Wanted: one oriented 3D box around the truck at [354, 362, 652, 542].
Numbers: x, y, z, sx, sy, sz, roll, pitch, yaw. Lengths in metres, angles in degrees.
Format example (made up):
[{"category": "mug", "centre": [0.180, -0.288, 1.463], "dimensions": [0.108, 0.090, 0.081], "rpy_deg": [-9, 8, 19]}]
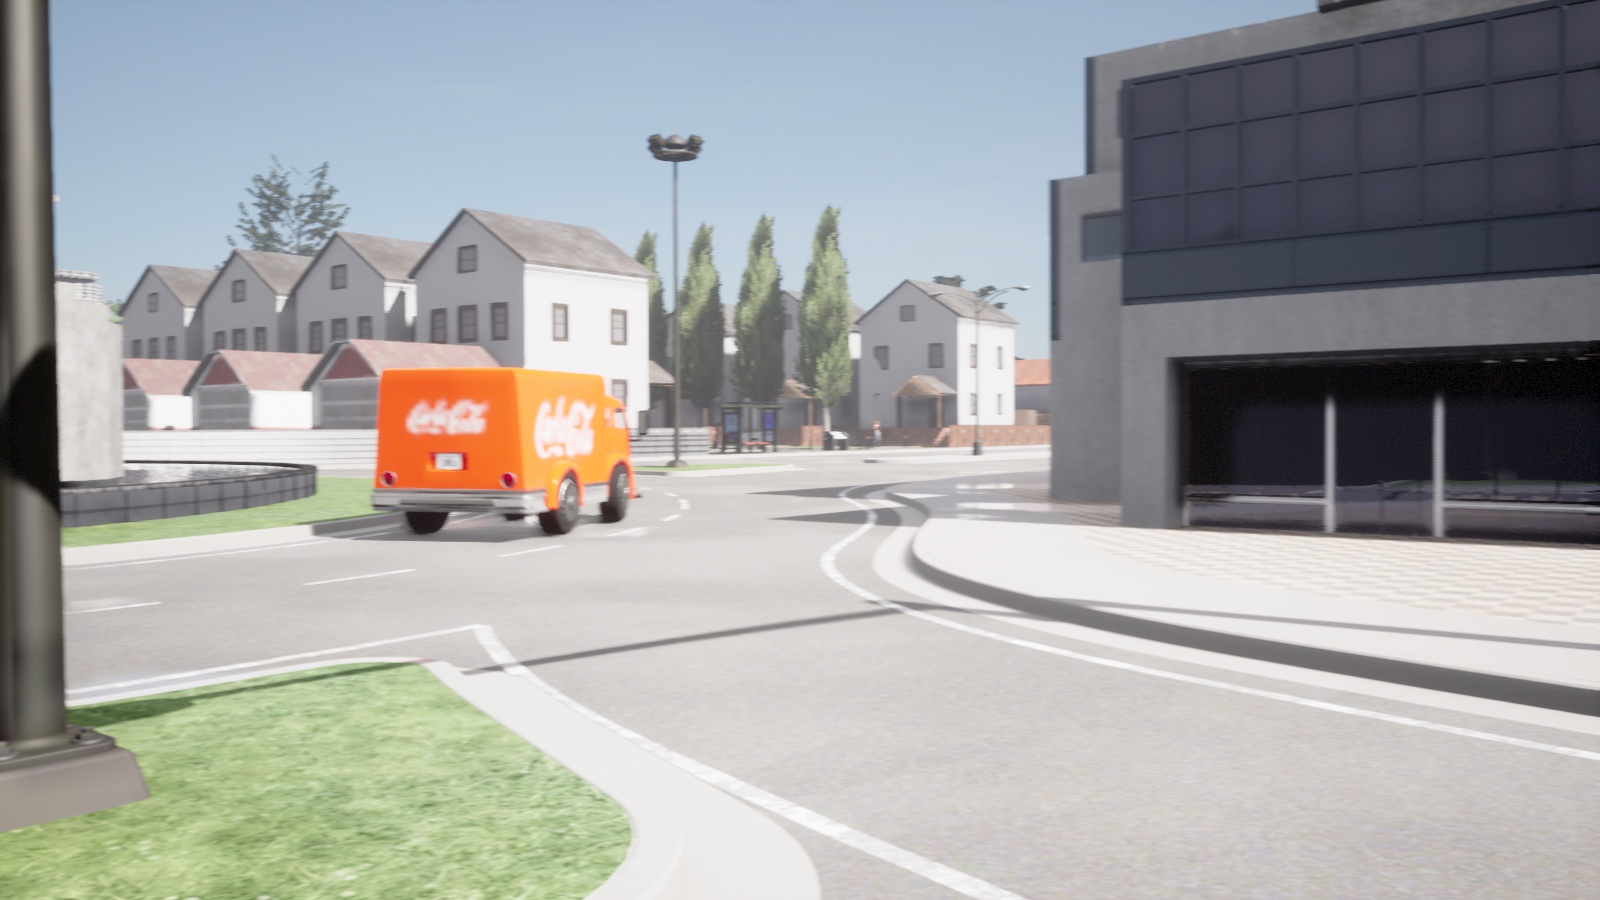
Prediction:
[{"category": "truck", "centre": [-4.471, -0.031, 20.027], "dimensions": [2.627, 2.467, 5.204], "rpy_deg": [1, 1, 12]}]
